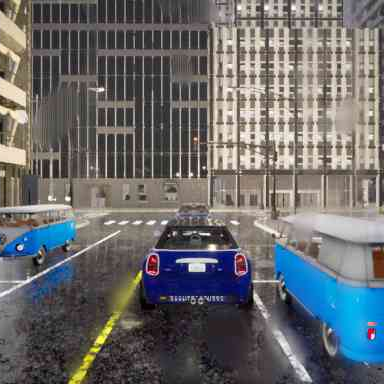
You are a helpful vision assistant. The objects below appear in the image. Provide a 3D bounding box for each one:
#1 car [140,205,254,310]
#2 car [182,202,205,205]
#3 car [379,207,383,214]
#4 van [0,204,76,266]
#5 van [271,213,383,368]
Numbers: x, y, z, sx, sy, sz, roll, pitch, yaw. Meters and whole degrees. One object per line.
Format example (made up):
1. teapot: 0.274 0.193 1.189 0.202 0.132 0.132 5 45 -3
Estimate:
1. car: 0.085 1.354 7.988 2.097 1.767 4.553 0 0 0
2. car: 0.088 1.359 18.015 2.097 1.767 4.553 0 0 0
3. car: 18.984 1.490 29.035 4.829 1.417 1.752 0 0 0
4. van: -5.333 1.345 11.283 1.690 1.788 3.998 0 0 0
5. van: 2.559 1.343 5.615 1.690 1.788 3.998 0 0 0
